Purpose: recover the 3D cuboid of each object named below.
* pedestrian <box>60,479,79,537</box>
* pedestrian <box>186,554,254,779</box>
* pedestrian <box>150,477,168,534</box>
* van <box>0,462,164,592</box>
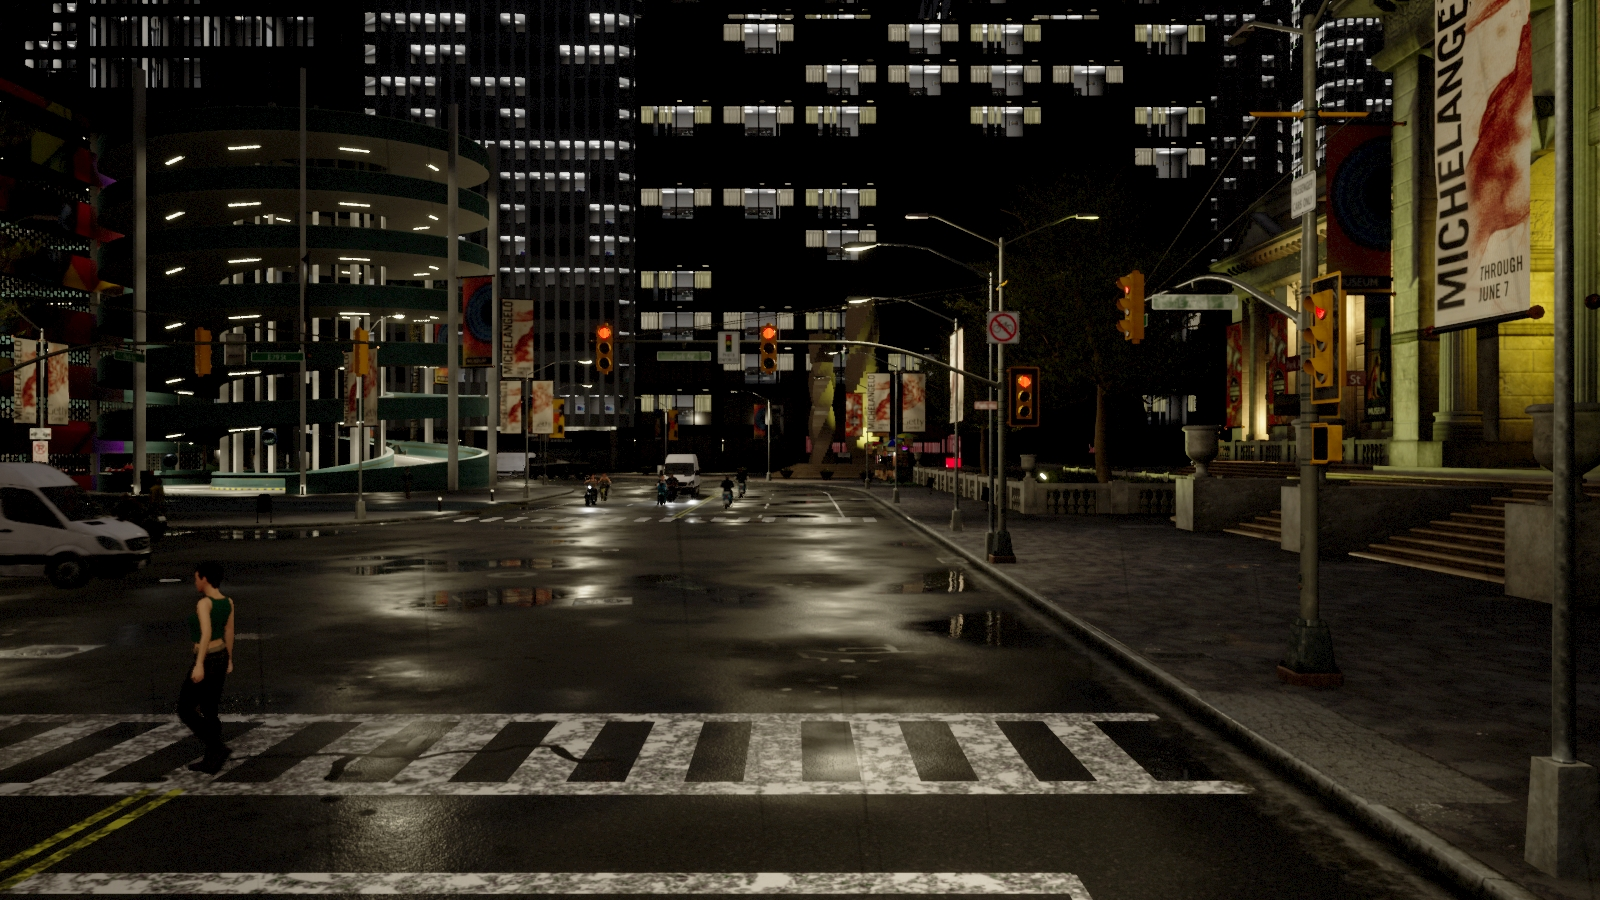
[{"bbox_3d":[-23.348,1.848,36.534,0.375,1.860,0.375,0,0,-1],"label":"pedestrian"},{"bbox_3d":[-4.995,1.849,9.854,0.375,1.860,0.375,0,0,9],"label":"pedestrian"},{"bbox_3d":[-21.445,1.848,38.224,0.375,1.860,0.375,0,0,8],"label":"pedestrian"},{"bbox_3d":[-16.698,1.534,23.592,5.915,2.561,1.988,0,0,-6],"label":"van"}]
